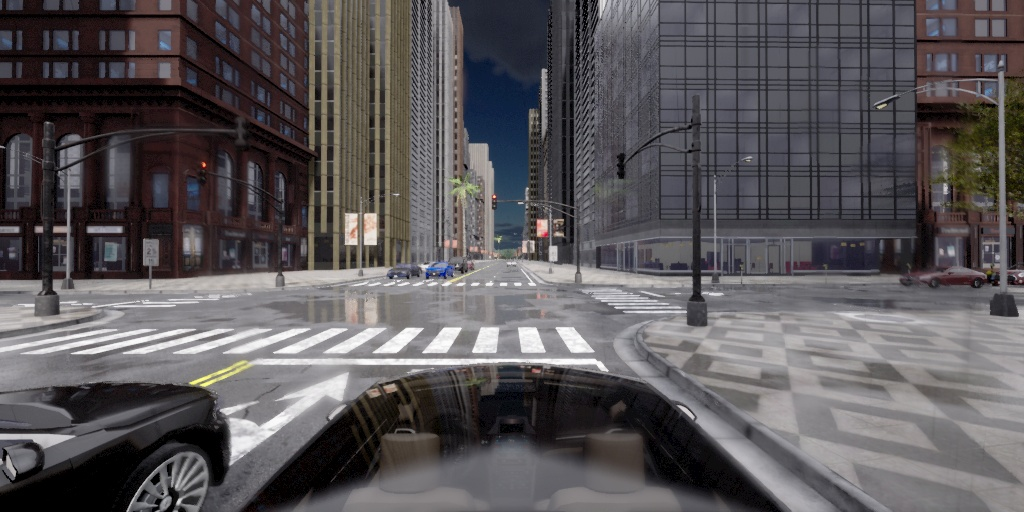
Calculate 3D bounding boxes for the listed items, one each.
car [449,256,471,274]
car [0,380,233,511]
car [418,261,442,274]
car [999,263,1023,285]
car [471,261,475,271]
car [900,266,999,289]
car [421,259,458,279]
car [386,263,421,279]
[{"bbox_3d":[-6.678,1.066,43.633,2.150,2.045,5.566,0,0,0],"label":"car"},{"bbox_3d":[-3.137,1.241,0.886,2.128,1.511,4.902,0,0,-1],"label":"car"},{"bbox_3d":[-9.933,1.370,43.680,1.812,1.442,4.674,0,0,0],"label":"car"},{"bbox_3d":[32.064,1.117,22.086,4.097,1.591,1.967,0,0,-1],"label":"car"},{"bbox_3d":[-6.681,1.410,53.923,1.812,1.442,4.674,0,0,0],"label":"car"},{"bbox_3d":[26.426,1.275,21.987,4.207,1.307,1.802,0,0,-1],"label":"car"},{"bbox_3d":[-6.658,1.290,33.525,1.882,1.535,5.008,0,0,2],"label":"car"},{"bbox_3d":[-9.878,1.360,33.493,2.033,1.411,5.357,0,0,3],"label":"car"}]
